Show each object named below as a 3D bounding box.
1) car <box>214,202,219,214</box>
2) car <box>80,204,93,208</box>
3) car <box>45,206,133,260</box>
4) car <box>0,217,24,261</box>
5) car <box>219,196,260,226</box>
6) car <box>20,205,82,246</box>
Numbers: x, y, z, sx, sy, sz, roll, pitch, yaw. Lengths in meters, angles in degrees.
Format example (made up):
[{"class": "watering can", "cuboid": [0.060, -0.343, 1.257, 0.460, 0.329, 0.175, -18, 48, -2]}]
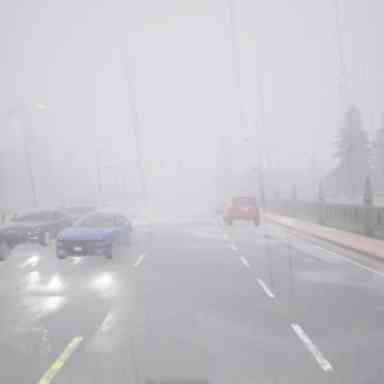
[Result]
[{"class": "car", "cuboid": [3.483, 1.721, 36.560, 1.895, 1.301, 4.718, 0, 0, 1]}, {"class": "car", "cuboid": [-7.098, 1.577, 20.927, 1.837, 1.490, 4.892, 0, 0, 0]}, {"class": "car", "cuboid": [-3.546, 1.522, 12.892, 1.882, 1.535, 5.008, 0, 0, 0]}, {"class": "car", "cuboid": [-7.112, 1.636, 9.692, 1.895, 1.301, 4.718, 0, 0, 0]}, {"class": "car", "cuboid": [3.519, 1.298, 24.456, 2.150, 2.045, 5.566, 0, -1, 0]}, {"class": "car", "cuboid": [-7.026, 1.560, 15.599, 1.837, 1.490, 4.892, 0, 0, 0]}]
